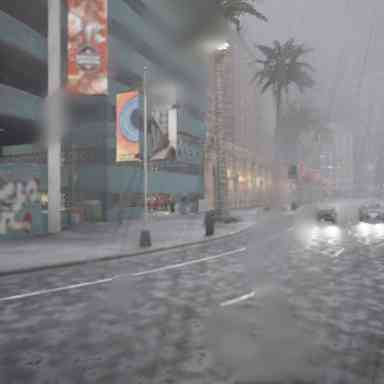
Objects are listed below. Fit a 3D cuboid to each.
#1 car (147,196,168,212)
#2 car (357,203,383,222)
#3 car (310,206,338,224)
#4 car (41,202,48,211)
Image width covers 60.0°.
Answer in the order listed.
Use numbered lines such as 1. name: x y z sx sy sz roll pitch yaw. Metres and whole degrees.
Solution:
1. car: -5.109 1.502 43.073 2.435 2.045 5.566 -1 -1 25
2. car: 15.343 1.702 28.495 2.128 1.511 4.902 -1 -1 25
3. car: 10.742 1.821 26.961 1.895 1.301 4.718 -1 -1 25
4. car: -22.167 2.105 50.267 1.895 1.301 4.718 -1 -1 25
